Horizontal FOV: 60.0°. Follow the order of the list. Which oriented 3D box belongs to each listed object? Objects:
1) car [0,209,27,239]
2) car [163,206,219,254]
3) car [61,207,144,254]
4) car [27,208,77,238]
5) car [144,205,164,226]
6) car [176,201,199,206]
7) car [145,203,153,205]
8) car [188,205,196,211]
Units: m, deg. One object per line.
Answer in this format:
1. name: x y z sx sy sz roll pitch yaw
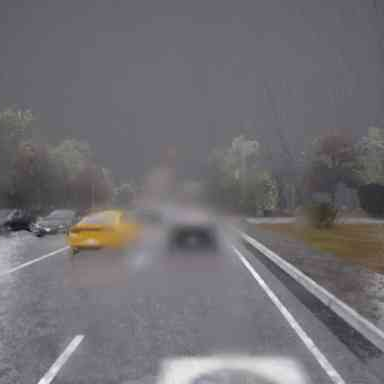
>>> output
1. car: -10.547 1.697 18.783 2.128 1.511 4.902 0 -2 1
2. car: 0.054 1.574 13.974 1.882 1.535 5.008 0 -1 0
3. car: -3.447 1.573 13.901 1.882 1.535 5.008 0 -1 0
4. car: -7.047 1.711 18.758 1.837 1.490 4.892 0 -2 1
5. car: -3.454 2.055 28.004 1.837 1.490 4.892 0 -2 0
6. car: 0.044 1.889 27.742 2.097 1.767 4.553 0 -3 0
7. car: -10.498 3.818 80.595 2.150 2.045 5.566 0 -1 0
8. car: 0.002 4.156 87.486 2.033 1.411 5.357 0 0 0
